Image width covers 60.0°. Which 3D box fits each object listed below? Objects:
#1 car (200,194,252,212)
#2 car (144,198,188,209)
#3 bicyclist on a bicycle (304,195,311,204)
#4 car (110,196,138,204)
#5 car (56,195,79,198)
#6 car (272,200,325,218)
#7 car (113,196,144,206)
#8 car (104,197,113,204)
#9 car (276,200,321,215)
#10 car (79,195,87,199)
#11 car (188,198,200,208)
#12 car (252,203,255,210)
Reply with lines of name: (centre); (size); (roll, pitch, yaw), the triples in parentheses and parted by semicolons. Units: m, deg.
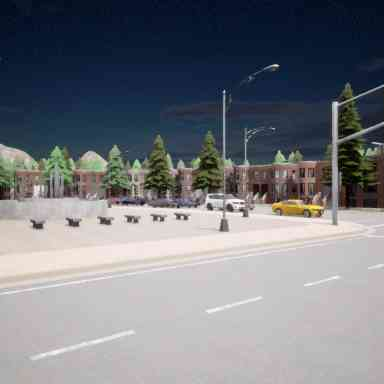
car: (3.831, 1.221, 38.651); (2.150, 2.045, 5.566); (0, 0, -39)
car: (-3.665, 1.547, 45.873); (5.357, 1.411, 2.033); (0, 0, 36)
bicyclist on a bicycle: (16.182, 1.303, 46.625); (1.656, 1.620, 0.582); (0, 0, -37)
car: (-12.730, 1.505, 62.067); (4.892, 1.490, 1.837); (0, 0, 18)
car: (-23.812, 1.505, 60.701); (4.892, 1.490, 1.837); (0, 0, 5)
car: (9.757, 1.478, 30.787); (1.882, 1.535, 5.008); (0, 0, -37)
car: (-9.820, 1.601, 53.491); (4.718, 1.301, 1.895); (0, 0, 24)
car: (-14.075, 1.564, 58.835); (4.181, 1.385, 1.994); (0, 0, 18)
car: (11.077, 1.564, 34.856); (1.994, 1.385, 4.181); (0, 0, -37)
car: (-22.551, 1.352, 63.996); (4.553, 1.767, 2.097); (0, 0, 7)
car: (-1.248, 1.547, 48.412); (5.357, 1.411, 2.033); (0, 0, 37)
car: (5.689, 1.526, 41.745); (1.812, 1.442, 4.674); (0, 0, -41)
